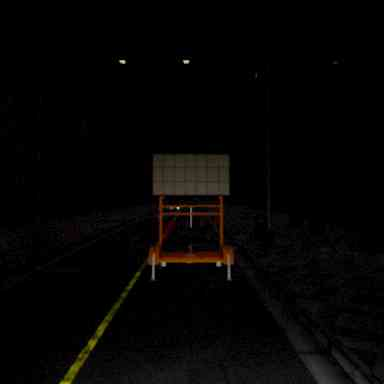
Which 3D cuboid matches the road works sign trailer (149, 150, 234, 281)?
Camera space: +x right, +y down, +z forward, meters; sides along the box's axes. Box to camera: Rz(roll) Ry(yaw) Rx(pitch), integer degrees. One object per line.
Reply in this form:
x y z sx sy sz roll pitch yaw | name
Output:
-0.027 0.540 10.128 2.380 3.560 2.880 0 0 0 | road works sign trailer

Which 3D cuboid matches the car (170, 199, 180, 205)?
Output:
-3.188 2.091 63.621 2.033 1.411 5.357 0 -1 0 | car

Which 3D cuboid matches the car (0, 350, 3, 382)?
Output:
-3.003 1.578 1.834 1.994 1.385 4.181 0 0 0 | car
